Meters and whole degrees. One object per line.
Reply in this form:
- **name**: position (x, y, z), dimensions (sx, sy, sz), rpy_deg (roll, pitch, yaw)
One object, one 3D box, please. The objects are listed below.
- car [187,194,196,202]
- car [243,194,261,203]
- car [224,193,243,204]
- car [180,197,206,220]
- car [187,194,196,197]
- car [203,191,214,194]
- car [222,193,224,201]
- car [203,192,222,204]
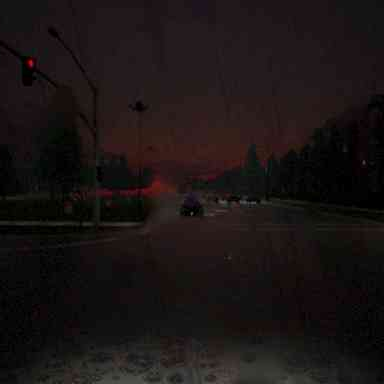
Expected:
- **car**: position (-0.039, 1.110, 66.758), dimensions (1.812, 1.442, 4.674), rpy_deg (0, 0, 0)
- **car**: position (10.467, 1.216, 56.764), dimensions (1.994, 1.385, 4.181), rpy_deg (0, 0, 0)
- **car**: position (6.968, 1.159, 56.345), dimensions (1.837, 1.490, 4.892), rpy_deg (0, 0, 0)
- **car**: position (-0.014, 1.362, 26.547), dimensions (1.812, 1.442, 4.674), rpy_deg (0, 0, 0)
- **car**: position (-0.033, 1.253, 56.787), dimensions (1.895, 1.301, 4.718), rpy_deg (0, 0, 0)
- **car**: position (3.461, 0.813, 66.788), dimensions (2.150, 2.045, 5.566), rpy_deg (0, 0, 0)
- **car**: position (6.961, 0.937, 66.731), dimensions (2.097, 1.767, 4.553), rpy_deg (0, 0, 0)
- **car**: position (3.468, 1.146, 56.342), dimensions (2.128, 1.511, 4.902), rpy_deg (0, 0, 0)
